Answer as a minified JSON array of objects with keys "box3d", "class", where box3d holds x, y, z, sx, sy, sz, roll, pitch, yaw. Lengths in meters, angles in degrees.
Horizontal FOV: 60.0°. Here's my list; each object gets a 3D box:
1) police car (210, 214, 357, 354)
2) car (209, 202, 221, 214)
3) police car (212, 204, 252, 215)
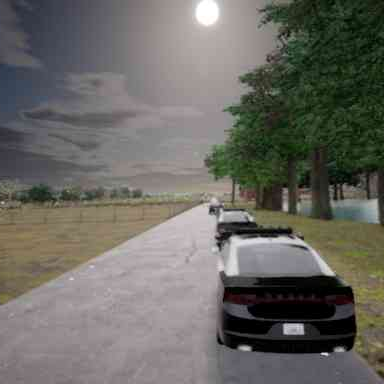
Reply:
[{"box3d":[1.405,1.488,6.611,1.930,1.638,5.238,-1,-1,4],"class":"police car"},{"box3d":[3.260,2.102,45.053,1.882,1.535,5.008,-1,-1,5],"class":"car"},{"box3d":[2.093,1.615,16.587,1.930,1.638,5.238,-1,-1,4],"class":"police car"}]
